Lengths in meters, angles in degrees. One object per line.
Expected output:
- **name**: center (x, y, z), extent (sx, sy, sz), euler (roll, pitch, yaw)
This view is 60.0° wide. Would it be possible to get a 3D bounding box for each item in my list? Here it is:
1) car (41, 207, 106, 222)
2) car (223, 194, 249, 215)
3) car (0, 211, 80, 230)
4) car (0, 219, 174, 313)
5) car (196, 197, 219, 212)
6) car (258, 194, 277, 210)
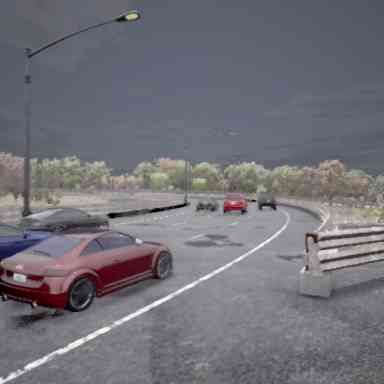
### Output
- **car**: center (-5.928, 1.445, 15.765), extent (1.812, 1.442, 4.674), euler (1, 0, 26)
- **car**: center (4.704, 1.242, 35.205), extent (2.150, 2.045, 5.566), euler (1, 0, 15)
- **car**: center (-5.530, 1.455, 8.890), extent (1.812, 1.442, 4.674), euler (1, 0, 29)
- **car**: center (-2.166, 1.531, 7.795), extent (1.994, 1.385, 4.181), euler (1, 0, 28)
- **car**: center (1.928, 1.339, 38.992), extent (2.097, 1.767, 4.553), euler (1, 0, 13)
- **car**: center (10.195, 1.294, 45.113), extent (2.150, 2.045, 5.566), euler (1, 0, 9)
